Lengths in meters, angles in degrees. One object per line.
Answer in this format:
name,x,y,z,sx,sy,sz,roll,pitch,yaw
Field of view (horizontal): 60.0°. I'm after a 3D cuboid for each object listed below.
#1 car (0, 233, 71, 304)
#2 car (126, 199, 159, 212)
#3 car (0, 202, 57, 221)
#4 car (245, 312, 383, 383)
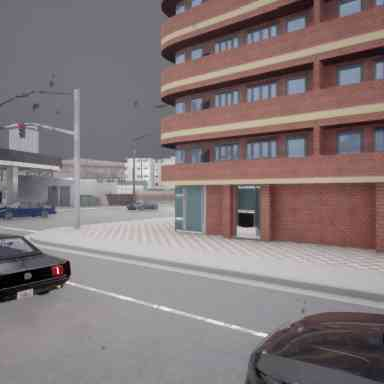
car,-4.883,1.599,7.460,4.718,1.301,1.895,0,0,36
car,-5.895,1.592,39.896,1.994,1.385,4.181,0,0,33
car,-14.126,1.545,27.929,2.033,1.411,5.357,0,0,34
car,2.699,1.514,2.070,4.892,1.490,1.837,0,0,35
